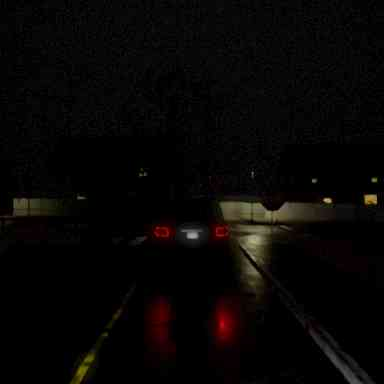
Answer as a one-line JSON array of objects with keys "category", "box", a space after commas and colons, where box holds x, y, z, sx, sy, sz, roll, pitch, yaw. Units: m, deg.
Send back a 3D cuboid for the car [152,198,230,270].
[{"category": "car", "box": [-0.108, 1.197, 11.106, 2.150, 2.045, 5.566, 0, 0, -3]}]
